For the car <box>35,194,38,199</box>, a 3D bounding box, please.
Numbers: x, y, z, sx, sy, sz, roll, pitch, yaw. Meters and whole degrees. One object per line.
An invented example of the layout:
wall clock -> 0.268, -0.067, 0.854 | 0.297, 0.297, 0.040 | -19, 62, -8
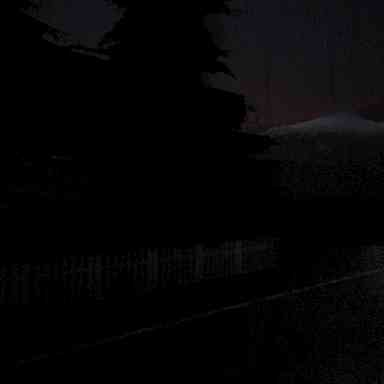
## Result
car -> -26.670, 1.216, 56.884 | 1.932, 1.855, 4.605 | 1, 0, -36

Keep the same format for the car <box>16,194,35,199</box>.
car -> -24.685, 1.162, 48.591 | 1.905, 1.878, 3.866 | 1, 0, -36

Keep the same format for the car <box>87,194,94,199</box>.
car -> -24.051, 1.366, 80.318 | 1.905, 1.878, 3.866 | 1, 0, -36

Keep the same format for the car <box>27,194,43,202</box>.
car -> -34.385, 1.304, 72.774 | 2.152, 1.636, 5.027 | 1, 0, -36

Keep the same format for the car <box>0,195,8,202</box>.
car -> -39.378, 1.313, 68.729 | 1.970, 1.475, 3.806 | 1, 0, -36

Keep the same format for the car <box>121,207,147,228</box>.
car -> -5.084, 1.565, 20.804 | 4.611, 1.667, 2.242 | 1, 0, -36

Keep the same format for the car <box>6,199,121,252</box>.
car -> -5.247, 1.351, 13.675 | 3.866, 1.878, 1.905 | 1, 0, -36

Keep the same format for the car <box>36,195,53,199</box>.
car -> -21.642, 1.482, 50.056 | 1.970, 1.475, 3.806 | 1, 0, -36
